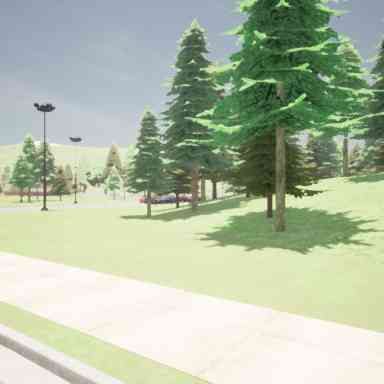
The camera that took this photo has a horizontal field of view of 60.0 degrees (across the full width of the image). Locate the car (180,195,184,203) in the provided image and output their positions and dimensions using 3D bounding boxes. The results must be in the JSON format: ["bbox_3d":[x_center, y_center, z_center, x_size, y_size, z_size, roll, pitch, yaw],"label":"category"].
[{"bbox_3d":[-1.826,1.465,69.653,1.882,1.535,5.008,0,0,36],"label":"car"}]

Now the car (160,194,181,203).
[{"bbox_3d":[-4.665,1.342,71.700,2.097,1.767,4.553,0,0,36],"label":"car"}]

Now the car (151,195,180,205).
[{"bbox_3d":[-4.903,1.599,59.459,1.895,1.301,4.718,0,0,37],"label":"car"}]

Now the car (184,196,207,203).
[{"bbox_3d":[1.013,1.599,67.606,1.895,1.301,4.718,0,0,36],"label":"car"}]

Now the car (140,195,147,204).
[{"bbox_3d":[-6.894,1.349,62.666,2.097,1.767,4.553,0,0,37],"label":"car"}]
